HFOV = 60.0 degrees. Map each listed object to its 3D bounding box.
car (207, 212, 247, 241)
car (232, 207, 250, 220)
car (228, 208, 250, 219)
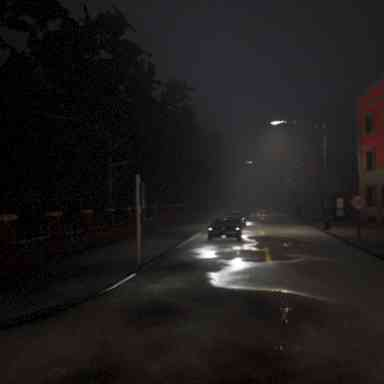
[{"bbox_3d":[2.085,2.083,19.719,1.895,1.301,4.718,-1,-1,11],"label":"car"},{"bbox_3d":[5.852,2.519,39.331,1.895,1.301,4.718,-1,-2,11],"label":"car"},{"bbox_3d":[3.813,2.284,28.773,1.895,1.301,4.718,-1,-1,11],"label":"car"}]
